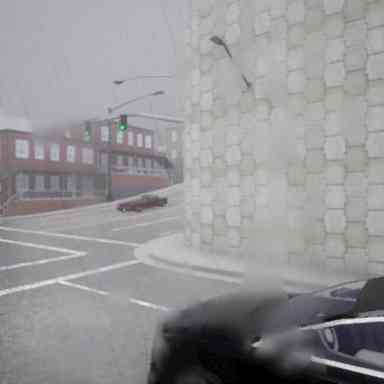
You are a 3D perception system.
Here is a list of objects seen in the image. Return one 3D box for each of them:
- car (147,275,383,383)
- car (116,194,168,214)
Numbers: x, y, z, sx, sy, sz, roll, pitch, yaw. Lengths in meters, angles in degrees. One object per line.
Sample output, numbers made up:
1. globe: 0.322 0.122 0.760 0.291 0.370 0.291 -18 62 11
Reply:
1. car: 1.777 1.491 2.696 4.902 1.511 2.128 0 0 36
2. car: -4.199 0.946 28.490 1.895 1.301 4.718 0 6 35
